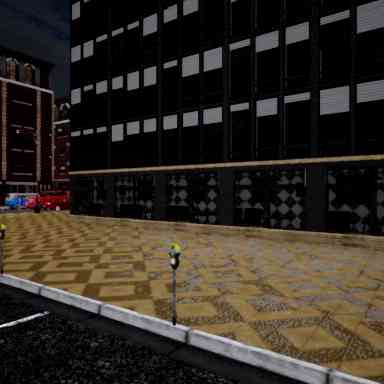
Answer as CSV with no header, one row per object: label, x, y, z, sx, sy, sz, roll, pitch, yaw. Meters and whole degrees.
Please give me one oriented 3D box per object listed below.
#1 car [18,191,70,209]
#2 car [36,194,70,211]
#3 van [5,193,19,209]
car,-16.988,0.905,39.565,2.150,2.045,5.566,0,2,34
car,-13.495,1.269,35.083,1.887,1.381,4.507,1,1,35
van,-19.972,1.050,39.566,1.690,1.788,3.998,1,1,35
